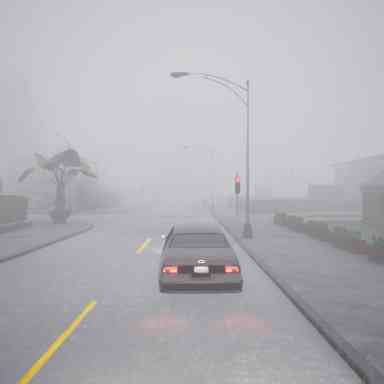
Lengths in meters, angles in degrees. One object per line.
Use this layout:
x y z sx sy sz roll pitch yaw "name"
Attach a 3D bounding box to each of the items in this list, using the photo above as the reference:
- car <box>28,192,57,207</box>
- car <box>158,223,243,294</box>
-19.770 0.986 43.858 1.905 1.878 3.866 0 0 35 "car"
0.111 1.547 8.948 2.033 1.411 5.357 0 0 -2 "car"
